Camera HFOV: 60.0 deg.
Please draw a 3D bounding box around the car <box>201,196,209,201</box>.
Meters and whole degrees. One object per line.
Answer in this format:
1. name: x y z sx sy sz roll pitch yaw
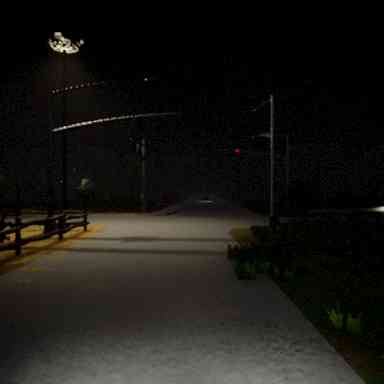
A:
1. car: 3.310 1.572 82.996 1.994 1.385 4.181 0 0 3
